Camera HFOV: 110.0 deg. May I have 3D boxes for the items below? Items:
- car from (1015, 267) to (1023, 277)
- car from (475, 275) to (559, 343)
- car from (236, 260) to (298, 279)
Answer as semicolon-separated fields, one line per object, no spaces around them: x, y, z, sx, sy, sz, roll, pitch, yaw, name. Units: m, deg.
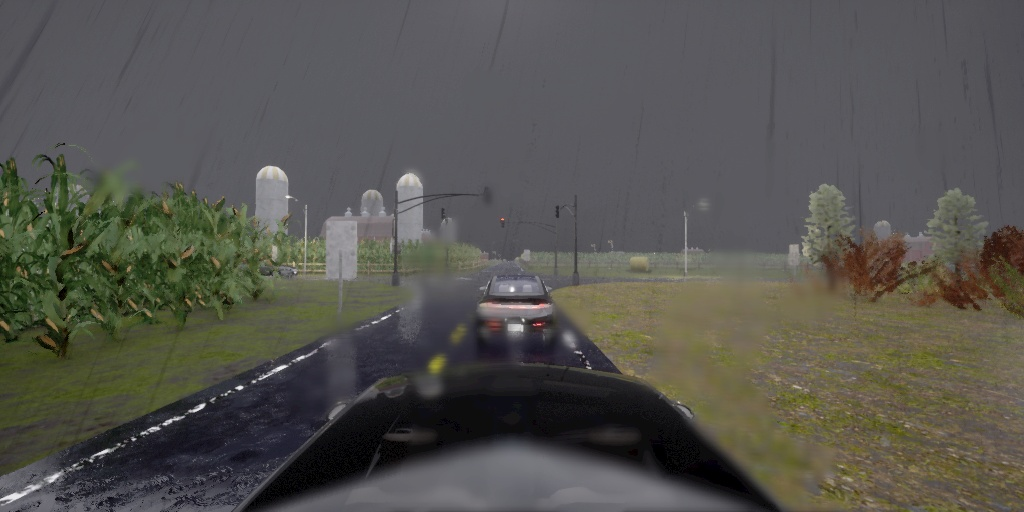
48.674;1.720;33.485;4.674;1.442;1.812;1;-1;-5;car
0.103;1.245;9.645;2.128;1.511;4.902;0;0;0;car
-19.934;1.059;28.805;4.902;1.511;2.128;0;-1;-4;car
